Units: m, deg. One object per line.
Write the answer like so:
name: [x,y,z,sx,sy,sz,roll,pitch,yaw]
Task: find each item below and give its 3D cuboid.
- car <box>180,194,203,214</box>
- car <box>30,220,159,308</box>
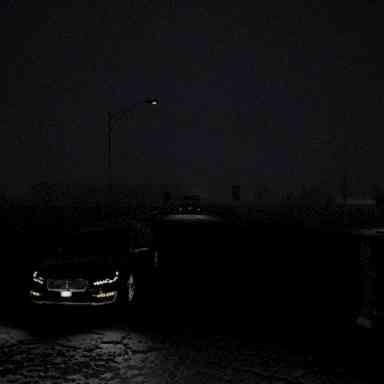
car: [-0.034,1.282,35.947,2.150,2.045,5.566,0,0,4]
car: [-2.013,1.517,8.188,1.837,1.490,4.892,0,0,4]
